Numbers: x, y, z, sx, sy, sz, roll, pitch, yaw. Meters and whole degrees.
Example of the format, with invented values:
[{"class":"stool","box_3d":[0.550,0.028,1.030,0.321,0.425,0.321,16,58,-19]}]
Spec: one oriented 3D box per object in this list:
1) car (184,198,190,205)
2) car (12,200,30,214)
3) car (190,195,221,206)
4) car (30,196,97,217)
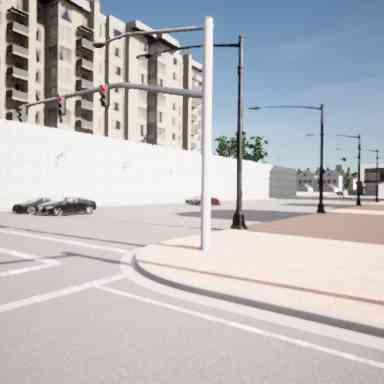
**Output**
[{"class":"car","box_3d":[1.102,1.129,48.672,2.033,1.411,5.357,1,1,36]},{"class":"car","box_3d":[-13.192,1.142,28.776,1.994,1.385,4.181,1,1,35]},{"class":"car","box_3d":[2.069,1.199,44.028,1.994,1.385,4.181,1,1,36]},{"class":"car","box_3d":[-10.074,1.122,27.129,2.128,1.511,4.902,1,1,36]}]
